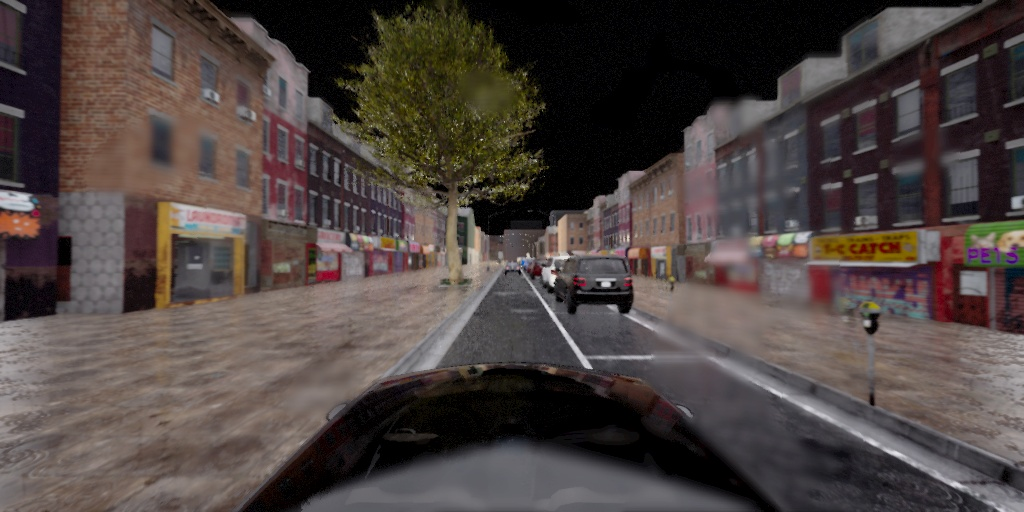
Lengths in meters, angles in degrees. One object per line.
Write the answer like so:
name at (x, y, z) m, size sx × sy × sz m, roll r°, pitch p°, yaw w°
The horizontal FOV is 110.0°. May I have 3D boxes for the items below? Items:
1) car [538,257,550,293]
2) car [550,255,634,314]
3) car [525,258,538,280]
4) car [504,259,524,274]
car at (2.983, 1.003, 21.054) m, size 2.150 × 2.045 × 5.566 m, roll 0°, pitch 0°, yaw 0°
car at (2.982, 0.998, 14.053) m, size 2.150 × 2.045 × 5.566 m, roll 0°, pitch 0°, yaw 0°
car at (2.641, 1.112, 32.122) m, size 2.192 × 1.841 × 5.009 m, roll 0°, pitch 0°, yaw 0°
car at (0.088, 1.360, 42.191) m, size 2.033 × 1.411 × 5.357 m, roll 0°, pitch 0°, yaw 0°
